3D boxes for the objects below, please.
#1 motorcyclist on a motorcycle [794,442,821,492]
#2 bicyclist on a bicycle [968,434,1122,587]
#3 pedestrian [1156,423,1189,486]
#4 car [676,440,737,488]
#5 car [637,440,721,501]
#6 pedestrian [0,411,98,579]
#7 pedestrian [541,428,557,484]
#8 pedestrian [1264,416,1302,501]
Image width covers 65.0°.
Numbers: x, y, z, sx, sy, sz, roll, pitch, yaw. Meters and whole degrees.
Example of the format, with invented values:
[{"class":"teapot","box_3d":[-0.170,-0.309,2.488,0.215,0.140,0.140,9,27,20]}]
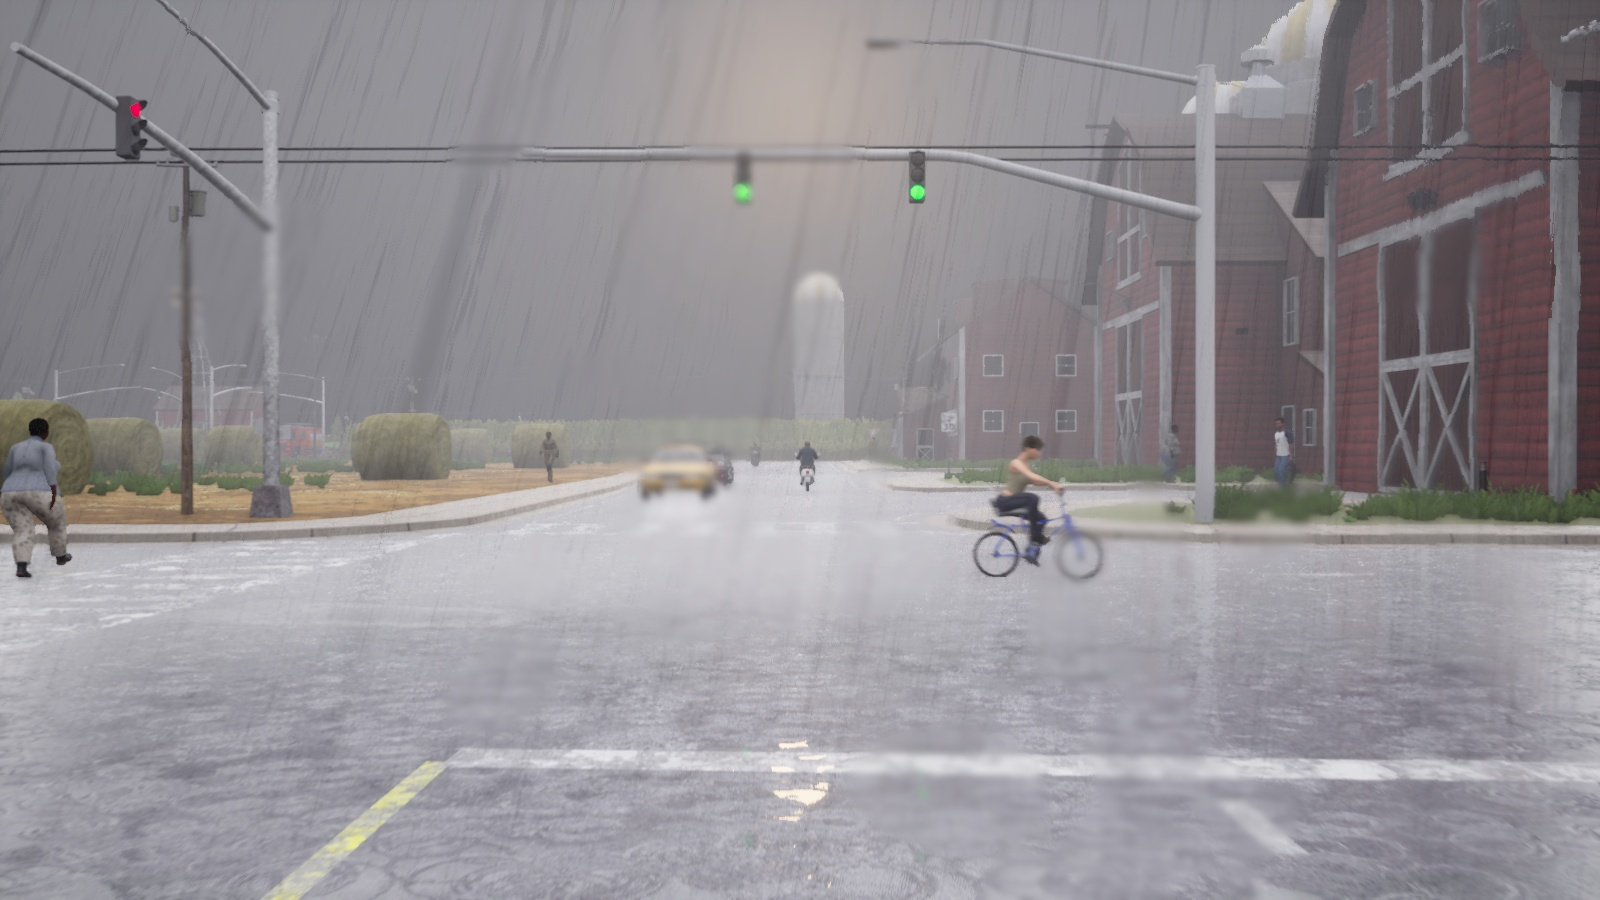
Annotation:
[{"class":"motorcyclist on a motorcycle","box_3d":[0.246,0.527,40.865,0.866,1.590,1.817,0,0,0]},{"class":"bicyclist on a bicycle","box_3d":[2.722,0.645,13.917,1.509,1.612,0.866,0,-1,23]},{"class":"pedestrian","box_3d":[11.130,0.138,37.547,0.900,1.855,0.874,0,0,13]},{"class":"car","box_3d":[-3.236,0.456,44.093,1.851,1.617,3.988,0,0,0]},{"class":"car","box_3d":[-3.289,0.531,34.982,1.801,1.575,5.366,0,0,0]},{"class":"pedestrian","box_3d":[-8.731,0.498,14.369,0.874,1.855,0.900,0,0,1]},{"class":"pedestrian","box_3d":[-8.770,0.207,43.877,0.396,1.930,0.692,0,0,4]},{"class":"pedestrian","box_3d":[10.572,0.178,27.501,0.706,1.836,0.354,0,0,-19]}]
